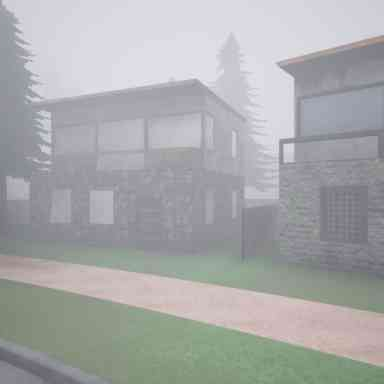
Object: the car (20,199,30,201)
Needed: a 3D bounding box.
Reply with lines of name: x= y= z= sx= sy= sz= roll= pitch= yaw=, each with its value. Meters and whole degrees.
car: x=-13.928 y=1.347 z=29.835 sx=1.837 sy=1.490 sz=4.892 roll=0 pitch=0 yaw=24
